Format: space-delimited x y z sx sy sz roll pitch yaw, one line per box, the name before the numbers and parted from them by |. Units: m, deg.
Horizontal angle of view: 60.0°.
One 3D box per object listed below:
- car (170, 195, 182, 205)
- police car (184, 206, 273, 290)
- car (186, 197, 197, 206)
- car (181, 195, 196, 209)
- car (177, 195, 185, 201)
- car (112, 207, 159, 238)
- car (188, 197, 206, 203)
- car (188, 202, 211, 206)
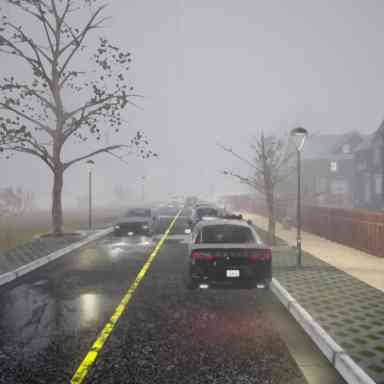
car | -2.864 1.504 58.355 1.882 1.535 5.008 0 0 0
police car | 0.820 1.425 9.240 1.930 1.638 5.238 0 0 0
car | -0.034 1.550 56.959 1.812 1.442 4.674 0 0 0
car | -0.008 1.367 45.868 2.097 1.767 4.553 0 0 0
car | -2.802 1.591 86.407 1.812 1.442 4.674 0 0 0
car | -2.860 1.548 18.153 2.033 1.411 5.357 0 0 0
car | 0.810 1.459 25.320 1.801 1.575 5.366 0 0 0
car | 0.814 1.527 19.130 1.812 1.442 4.674 0 0 0
